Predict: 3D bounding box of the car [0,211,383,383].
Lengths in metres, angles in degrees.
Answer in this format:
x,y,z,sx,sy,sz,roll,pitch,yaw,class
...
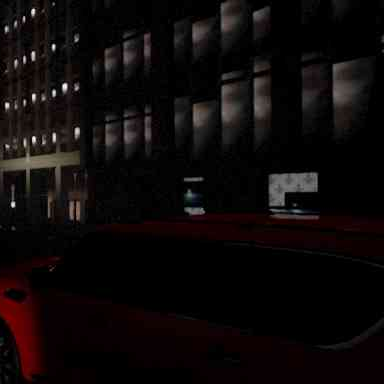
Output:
x,y,z,sx,sy,sz,roll,pitch,yaw,class
-0.073,1.232,3.431,5.566,2.045,2.150,0,0,35,car
